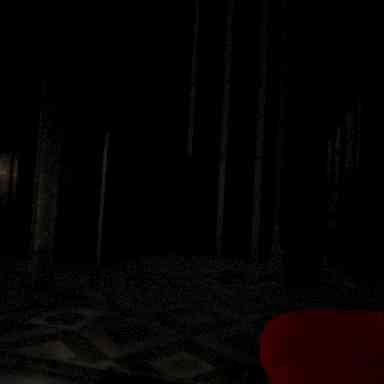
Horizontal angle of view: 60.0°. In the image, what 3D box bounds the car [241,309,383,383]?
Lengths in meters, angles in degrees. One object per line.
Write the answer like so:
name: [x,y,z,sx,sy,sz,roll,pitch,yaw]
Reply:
car: [3.089,1.499,2.138,5.566,2.045,2.150,2,-3,15]
